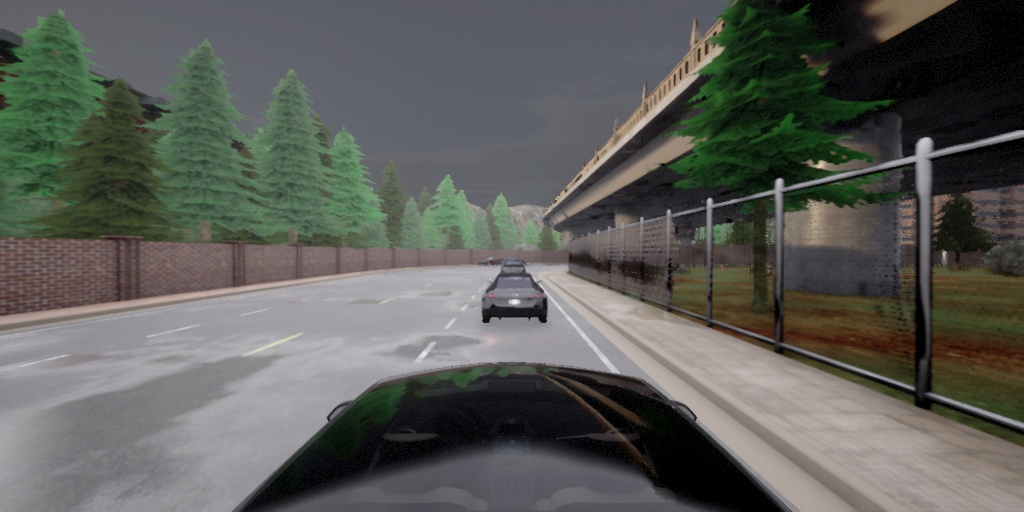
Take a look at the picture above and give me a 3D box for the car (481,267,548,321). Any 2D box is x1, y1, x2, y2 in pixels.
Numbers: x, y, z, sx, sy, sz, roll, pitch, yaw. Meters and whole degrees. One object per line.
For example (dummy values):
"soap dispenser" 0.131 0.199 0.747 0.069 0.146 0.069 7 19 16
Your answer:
"car" 0.082 1.230 11.973 1.994 1.385 4.181 0 1 0

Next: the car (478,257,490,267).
"car" -2.989 0.802 53.153 1.882 1.535 5.008 0 1 37

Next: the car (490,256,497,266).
"car" -0.279 0.889 51.118 2.033 1.411 5.357 0 1 36

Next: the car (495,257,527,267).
"car" 0.100 1.028 27.596 2.128 1.511 4.902 0 0 1
